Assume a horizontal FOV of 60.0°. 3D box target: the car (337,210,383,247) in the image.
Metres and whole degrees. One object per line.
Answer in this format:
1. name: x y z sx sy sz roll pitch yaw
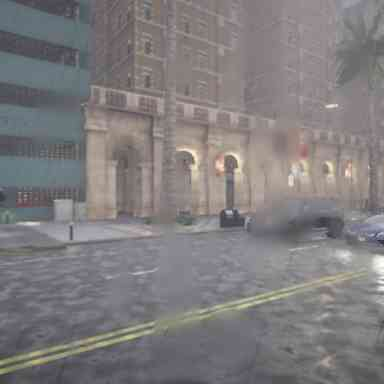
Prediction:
1. car: 8.535 1.584 14.351 4.674 1.442 1.812 0 0 -35

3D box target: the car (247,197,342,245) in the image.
1. car: 5.225 1.273 16.298 5.566 2.045 2.150 0 0 -35

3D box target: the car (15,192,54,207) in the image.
1. car: -14.467 1.048 28.333 5.566 2.045 2.435 0 0 -36
